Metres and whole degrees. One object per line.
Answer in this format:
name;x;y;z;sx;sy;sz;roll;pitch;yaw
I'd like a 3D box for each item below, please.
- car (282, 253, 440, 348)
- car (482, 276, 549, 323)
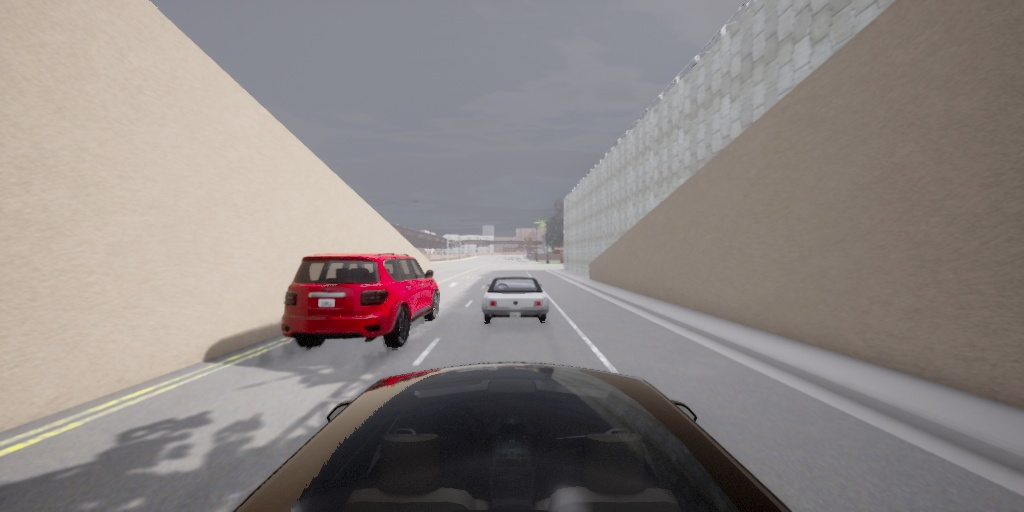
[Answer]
car;-3.406;0.949;9.269;2.150;2.045;5.566;0;0;0
car;0.092;1.321;12.020;1.895;1.301;4.718;0;0;0
